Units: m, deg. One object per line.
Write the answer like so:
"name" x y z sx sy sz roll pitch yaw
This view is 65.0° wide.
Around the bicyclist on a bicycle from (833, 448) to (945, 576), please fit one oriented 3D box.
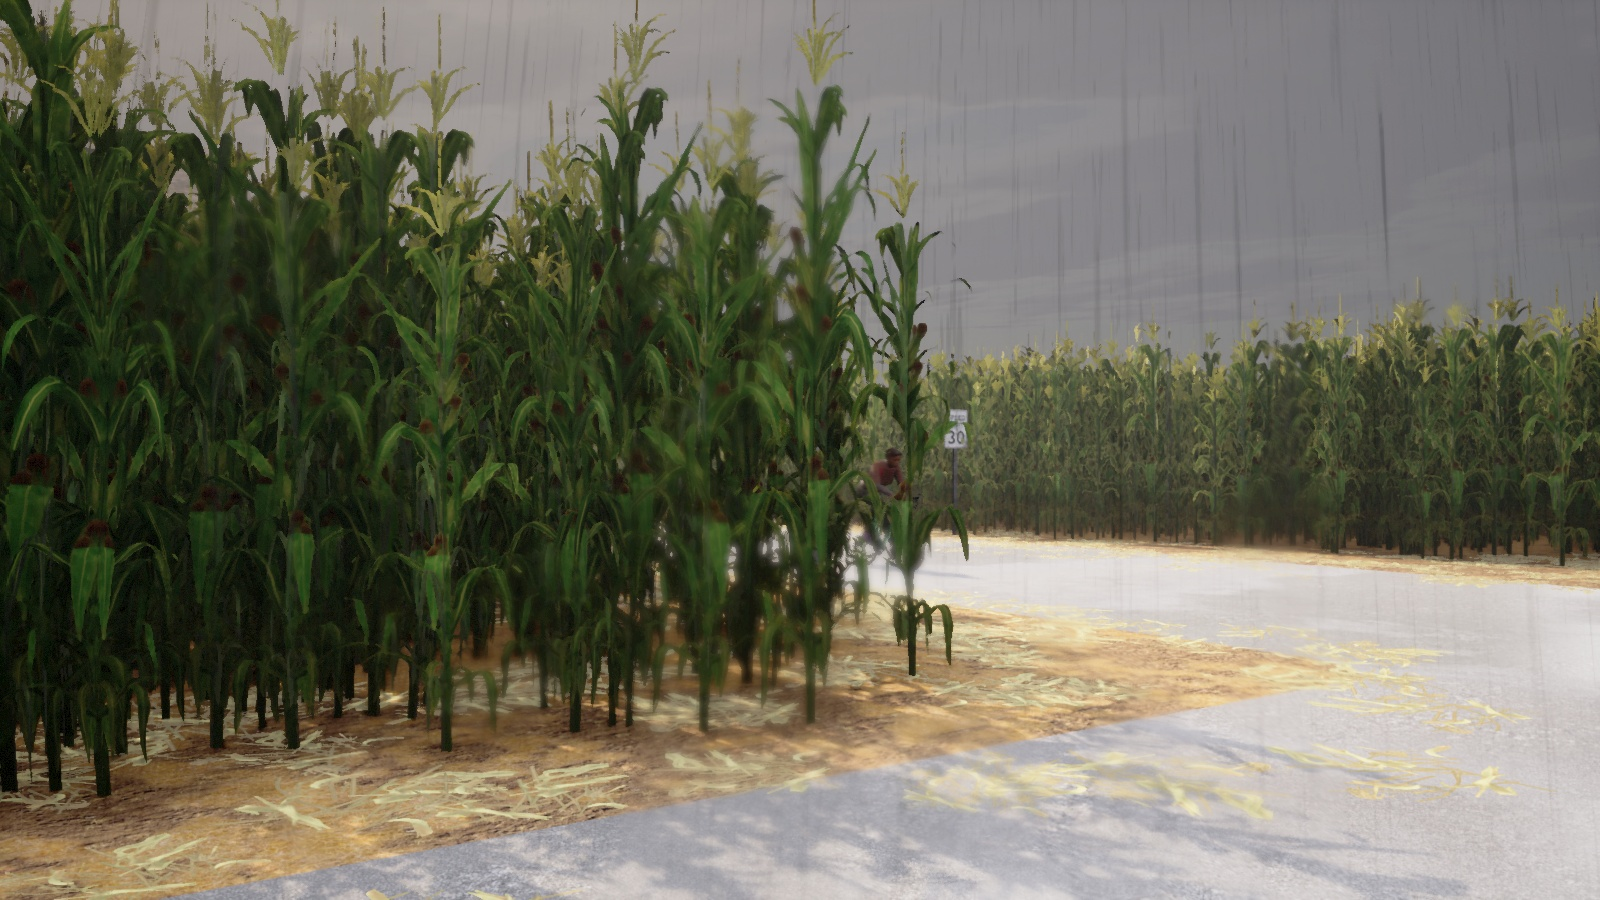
"bicyclist on a bicycle" 1.167 0.790 16.755 0.582 1.620 1.656 0 0 -35
